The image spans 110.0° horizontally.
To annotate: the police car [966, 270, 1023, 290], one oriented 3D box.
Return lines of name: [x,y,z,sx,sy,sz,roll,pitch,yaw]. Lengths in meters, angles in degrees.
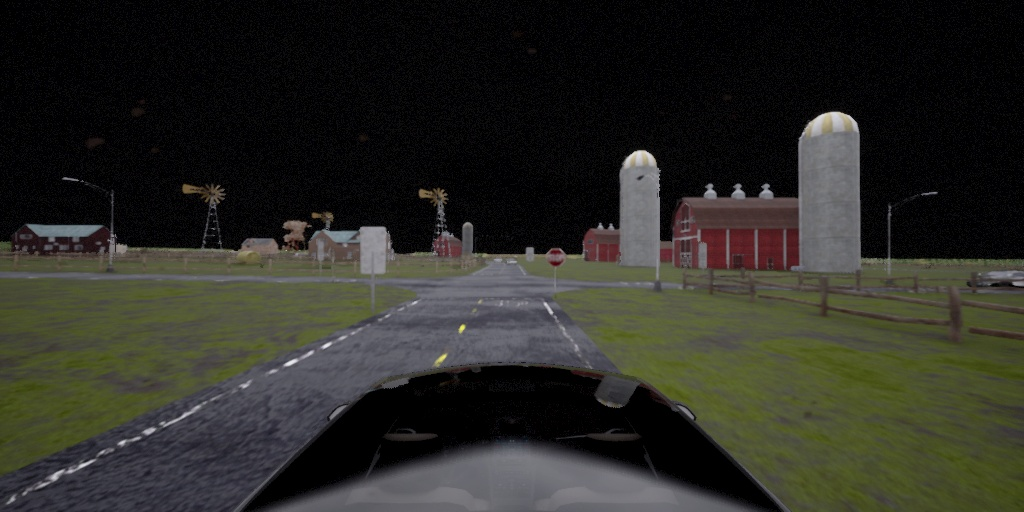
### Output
police car: [39.127,1.886,28.436,4.974,1.542,2.038,1,0,0]
